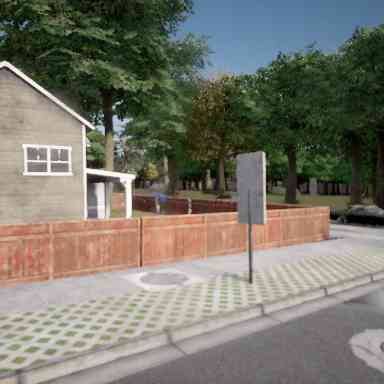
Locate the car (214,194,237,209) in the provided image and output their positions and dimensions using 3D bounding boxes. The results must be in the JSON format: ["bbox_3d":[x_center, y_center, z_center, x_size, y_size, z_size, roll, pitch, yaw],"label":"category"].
[{"bbox_3d":[3.870,1.014,30.727,2.097,1.767,4.553,-2,2,-35],"label":"car"}]

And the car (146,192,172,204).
[{"bbox_3d":[-4.095,0.797,42.058,1.882,1.535,5.008,-2,2,-35],"label":"car"}]

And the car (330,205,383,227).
[{"bbox_3d":[11.054,1.514,20.537,1.895,1.301,4.718,-2,2,-35],"label":"car"}]
